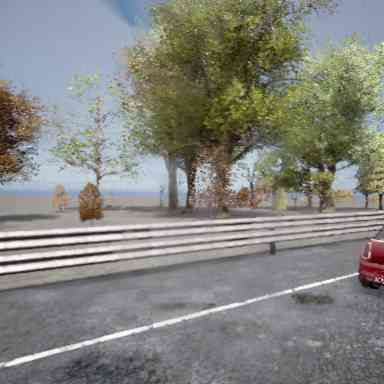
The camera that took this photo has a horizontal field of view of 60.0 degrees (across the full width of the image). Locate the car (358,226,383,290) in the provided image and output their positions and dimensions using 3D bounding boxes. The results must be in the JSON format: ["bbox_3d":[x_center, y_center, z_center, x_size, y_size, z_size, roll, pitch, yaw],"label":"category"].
[{"bbox_3d":[6.065,1.397,8.010,4.553,1.767,2.097,0,0,-35],"label":"car"}]
